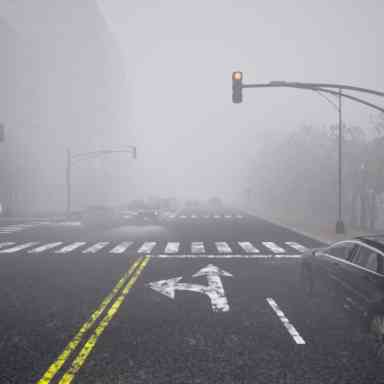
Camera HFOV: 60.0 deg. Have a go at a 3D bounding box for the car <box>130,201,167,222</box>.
[{"bbox_3d":[-3.356,1.629,26.413,1.895,1.301,4.718,0,0,0],"label":"car"}]

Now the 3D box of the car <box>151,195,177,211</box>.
[{"bbox_3d":[-3.347,1.498,40.803,2.128,1.511,4.902,0,0,0],"label":"car"}]

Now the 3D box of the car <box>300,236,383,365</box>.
[{"bbox_3d":[3.350,1.491,5.650,2.128,1.511,4.902,0,0,0],"label":"car"}]

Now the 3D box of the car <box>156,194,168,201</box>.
[{"bbox_3d":[-6.494,1.182,72.837,2.033,1.411,5.357,0,0,0],"label":"car"}]

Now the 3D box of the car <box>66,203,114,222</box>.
[{"bbox_3d":[-8.317,1.618,27.428,1.994,1.385,4.181,0,1,24],"label":"car"}]

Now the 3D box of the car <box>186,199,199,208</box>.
[{"bbox_3d":[0.105,1.610,48.330,1.895,1.301,4.718,0,0,0],"label":"car"}]

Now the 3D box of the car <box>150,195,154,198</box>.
[{"bbox_3d":[-6.578,1.367,57.286,2.097,1.767,4.553,0,0,0],"label":"car"}]

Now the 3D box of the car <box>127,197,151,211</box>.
[{"bbox_3d":[-6.595,1.569,40.482,1.994,1.385,4.181,0,0,0],"label":"car"}]

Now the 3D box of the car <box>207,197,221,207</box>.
[{"bbox_3d":[3.354,1.488,50.470,1.882,1.535,5.008,0,0,0],"label":"car"}]

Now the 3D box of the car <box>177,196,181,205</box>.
[{"bbox_3d":[-3.326,1.541,57.058,1.812,1.442,4.674,0,0,0],"label":"car"}]
